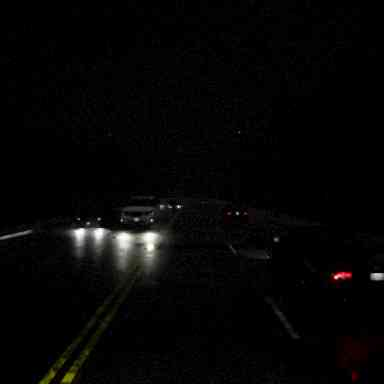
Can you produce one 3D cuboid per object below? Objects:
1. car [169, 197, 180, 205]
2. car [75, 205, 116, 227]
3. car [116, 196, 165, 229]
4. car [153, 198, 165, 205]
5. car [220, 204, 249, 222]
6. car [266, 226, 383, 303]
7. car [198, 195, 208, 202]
[{"bbox_3d":[-3.268,1.727,62.921,1.882,1.535,5.008,0,0,1],"label":"car"},{"bbox_3d":[-6.596,1.628,23.814,2.033,1.411,5.357,0,0,0],"label":"car"},{"bbox_3d":[-3.347,1.298,22.795,2.150,2.045,5.566,0,0,0],"label":"car"},{"bbox_3d":[-6.494,1.861,65.366,1.895,1.301,4.718,0,0,0],"label":"car"},{"bbox_3d":[3.352,1.640,26.950,2.033,1.411,5.357,0,0,0],"label":"car"},{"bbox_3d":[3.345,1.574,8.496,2.033,1.411,5.357,0,0,0],"label":"car"},{"bbox_3d":[3.267,1.818,88.587,2.033,1.649,4.856,0,0,0],"label":"car"}]
